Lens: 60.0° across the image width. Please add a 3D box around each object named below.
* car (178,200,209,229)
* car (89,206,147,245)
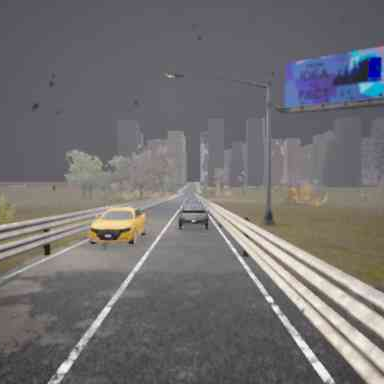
[{"bbox_3d":[0.097,1.484,21.711,2.128,1.511,4.902,0,0,0],"label":"car"},{"bbox_3d":[-3.327,1.472,15.719,1.882,1.535,5.008,0,0,0],"label":"car"}]
